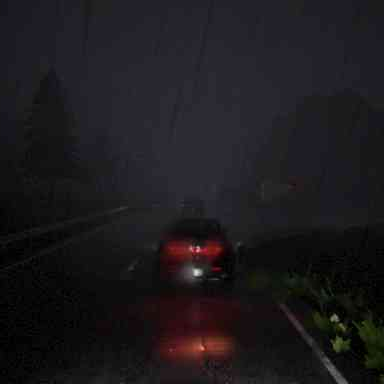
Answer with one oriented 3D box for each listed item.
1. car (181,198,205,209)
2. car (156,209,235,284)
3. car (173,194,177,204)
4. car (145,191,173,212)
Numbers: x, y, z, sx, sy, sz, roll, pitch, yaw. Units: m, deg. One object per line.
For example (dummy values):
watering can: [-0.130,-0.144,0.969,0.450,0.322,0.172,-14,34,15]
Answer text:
car: [0.096,1.243,29.151,2.128,1.511,4.902,0,0,0]
car: [0.085,1.429,9.380,1.837,1.490,4.892,0,0,0]
car: [-3.537,1.054,54.022,1.882,1.535,5.008,0,0,0]
car: [-3.585,0.945,35.105,2.150,2.045,5.566,0,0,0]
